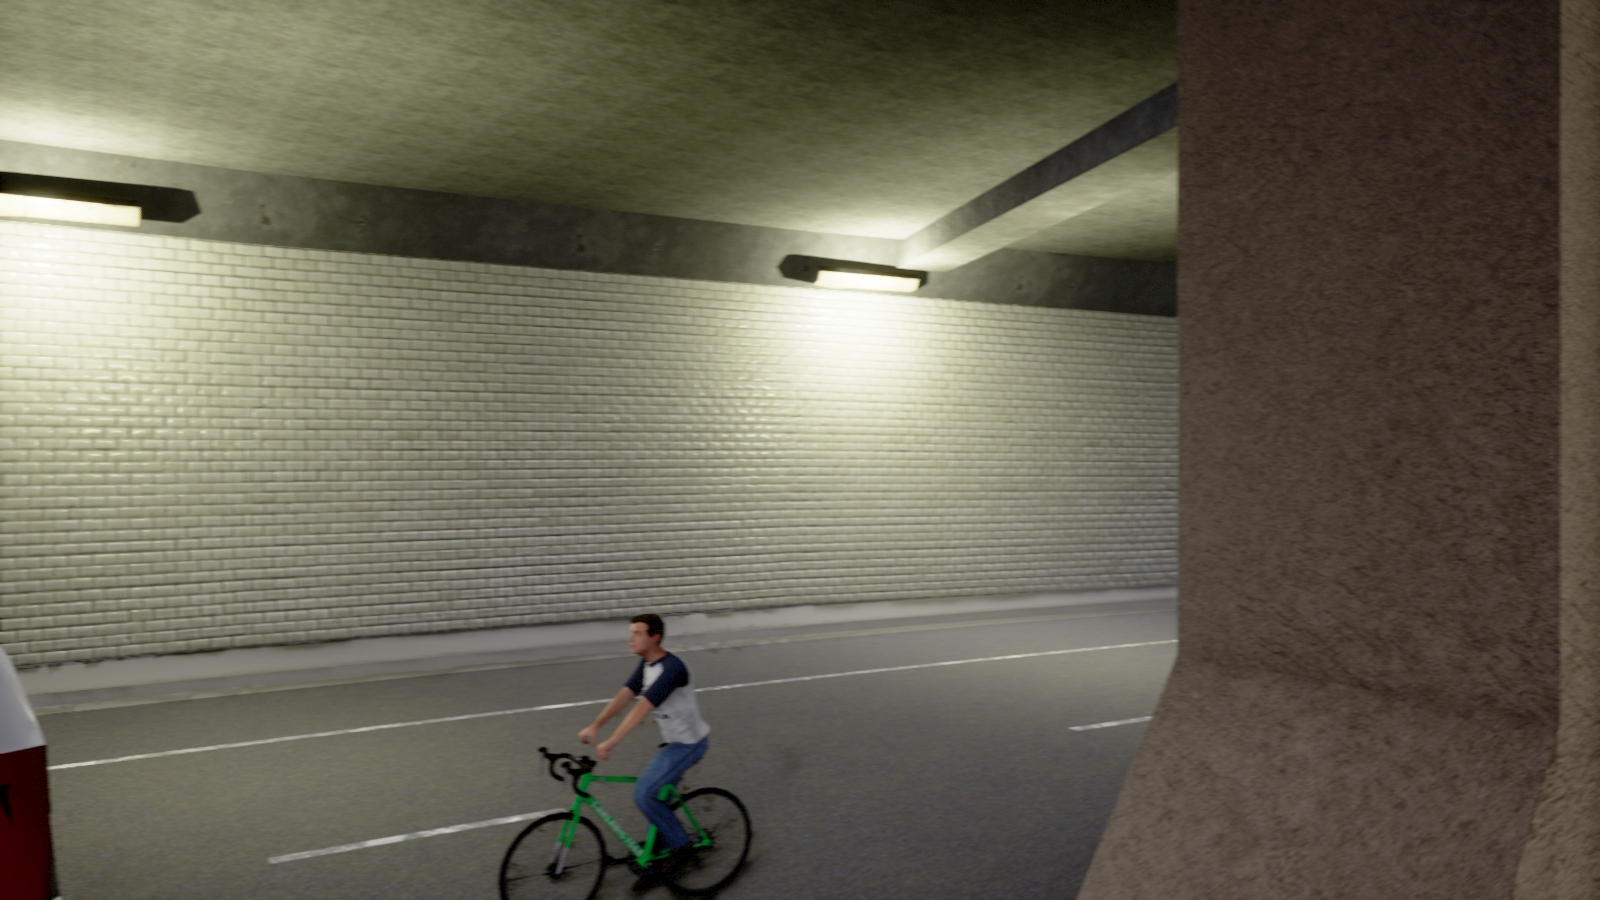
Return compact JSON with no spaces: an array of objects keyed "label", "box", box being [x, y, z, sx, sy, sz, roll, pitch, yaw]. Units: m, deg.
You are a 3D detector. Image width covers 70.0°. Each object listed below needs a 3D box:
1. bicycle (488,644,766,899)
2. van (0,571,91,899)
[{"label":"bicycle","box":[-1.021,2.040,6.952,1.643,1.521,0.373,0,0,-30]},{"label":"van","box":[-5.846,1.779,4.870,4.480,2.038,2.069,0,0,-43]}]
